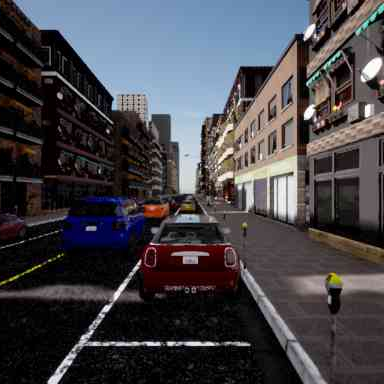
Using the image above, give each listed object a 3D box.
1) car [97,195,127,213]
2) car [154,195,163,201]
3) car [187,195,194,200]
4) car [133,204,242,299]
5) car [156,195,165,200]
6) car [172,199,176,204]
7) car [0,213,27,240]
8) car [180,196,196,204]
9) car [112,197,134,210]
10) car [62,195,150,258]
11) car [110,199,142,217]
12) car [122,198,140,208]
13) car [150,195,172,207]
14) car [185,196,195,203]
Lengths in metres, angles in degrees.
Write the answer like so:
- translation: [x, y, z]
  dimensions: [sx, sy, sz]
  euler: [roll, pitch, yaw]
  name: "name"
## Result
- translation: [-8.833, 1.314, 37.157]
  dimensions: [2.192, 1.841, 5.009]
  euler: [0, 0, 0]
  name: "car"
- translation: [-8.834, 1.541, 87.882]
  dimensions: [2.008, 1.369, 4.403]
  euler: [0, 0, 0]
  name: "car"
- translation: [-0.452, 1.513, 93.685]
  dimensions: [1.752, 1.417, 4.829]
  euler: [0, 0, 0]
  name: "car"
- translation: [-0.032, 1.353, 8.619]
  dimensions: [2.097, 1.767, 4.553]
  euler: [0, 0, 0]
  name: "car"
- translation: [-8.834, 1.539, 93.519]
  dimensions: [2.008, 1.369, 4.403]
  euler: [0, 0, 0]
  name: "car"
- translation: [-3.053, 1.599, 44.295]
  dimensions: [1.895, 1.301, 4.718]
  euler: [0, 0, 0]
  name: "car"
- translation: [-8.835, 1.583, 14.612]
  dimensions: [1.802, 1.307, 4.206]
  euler: [0, 0, 0]
  name: "car"
- translation: [-0.454, 1.525, 37.323]
  dimensions: [1.752, 1.417, 4.829]
  euler: [0, 0, 0]
  name: "car"
- translation: [-8.834, 1.439, 42.793]
  dimensions: [1.967, 1.590, 4.097]
  euler: [0, 0, 0]
  name: "car"
- translation: [-3.142, 1.222, 12.941]
  dimensions: [2.150, 2.045, 5.566]
  euler: [0, 0, -1]
  name: "car"
- translation: [-6.239, 1.491, 32.249]
  dimensions: [2.128, 1.511, 4.902]
  euler: [0, 0, 0]
  name: "car"
- translation: [-8.834, 1.543, 48.430]
  dimensions: [1.887, 1.381, 4.507]
  euler: [0, 0, 0]
  name: "car"
- translation: [-3.060, 1.352, 27.829]
  dimensions: [2.097, 1.767, 4.553]
  euler: [0, 0, 0]
  name: "car"
- translation: [-0.453, 1.545, 70.970]
  dimensions: [2.008, 1.369, 4.403]
  euler: [0, 0, 0]
  name: "car"
